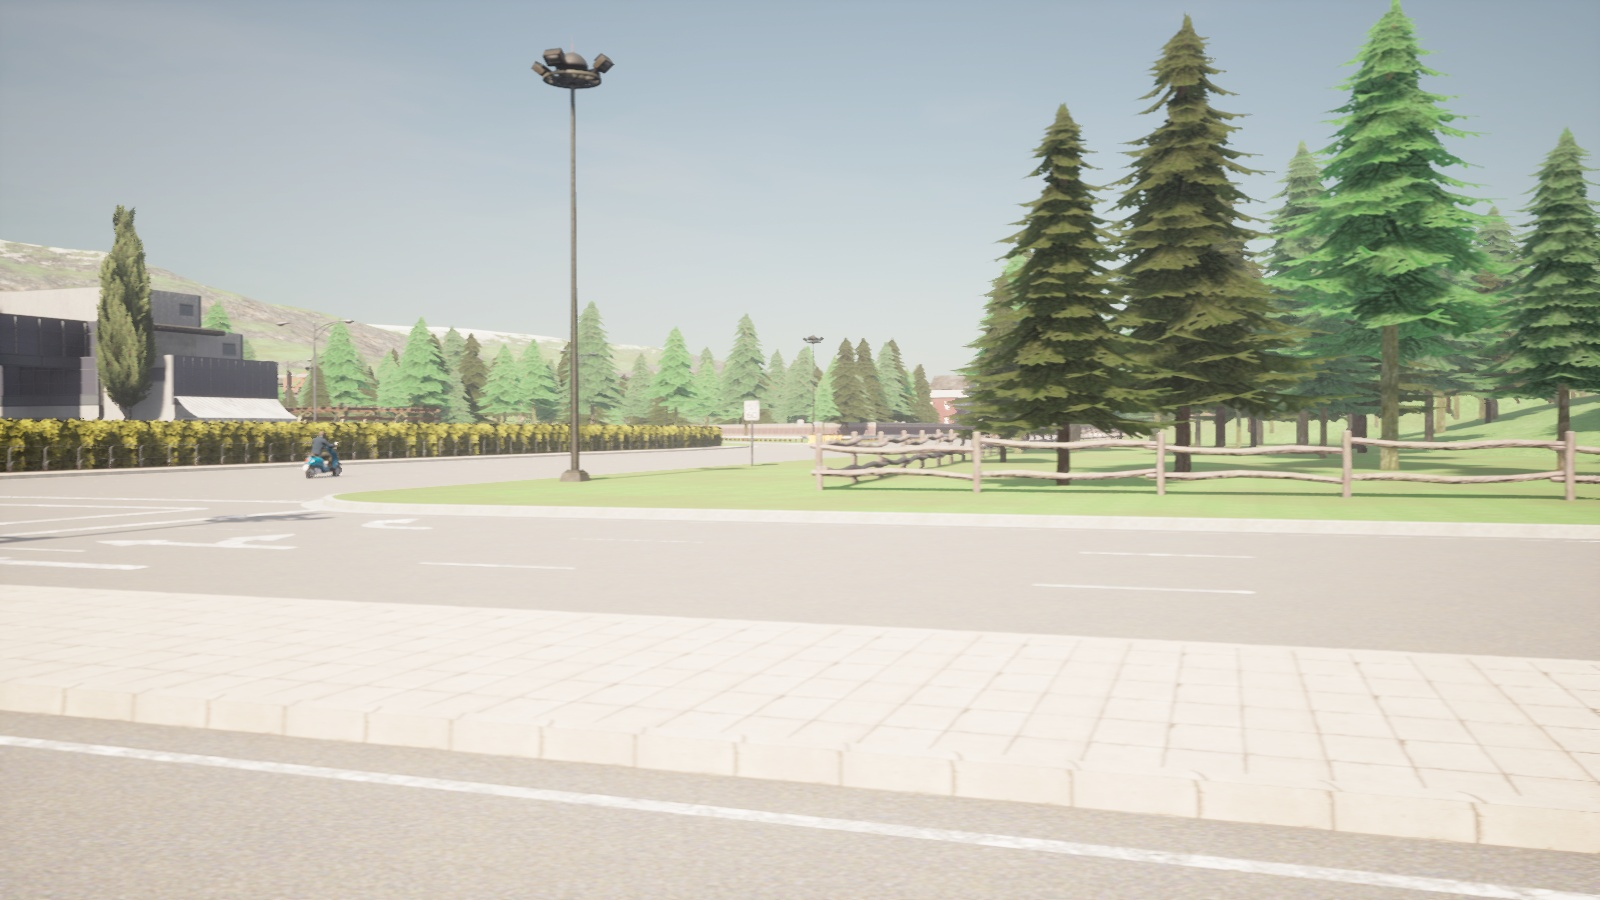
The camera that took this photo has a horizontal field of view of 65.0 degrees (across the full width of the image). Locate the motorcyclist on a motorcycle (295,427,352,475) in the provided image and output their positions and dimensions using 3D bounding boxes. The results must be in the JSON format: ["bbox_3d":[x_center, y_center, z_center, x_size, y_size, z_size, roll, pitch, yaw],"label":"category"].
[{"bbox_3d":[-16.277,0.030,42.936,0.866,1.590,1.817,1,1,20],"label":"motorcyclist on a motorcycle"}]
